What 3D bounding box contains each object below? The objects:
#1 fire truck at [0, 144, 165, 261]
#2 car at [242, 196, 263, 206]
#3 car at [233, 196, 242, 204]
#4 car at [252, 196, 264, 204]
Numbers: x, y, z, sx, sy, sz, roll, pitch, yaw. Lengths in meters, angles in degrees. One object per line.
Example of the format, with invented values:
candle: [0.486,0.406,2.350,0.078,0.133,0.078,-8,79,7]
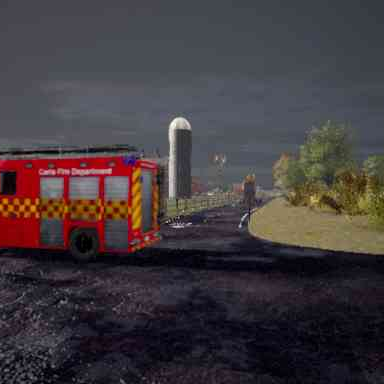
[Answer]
fire truck: [-5.487,0.340,12.636,8.468,3.827,2.891,0,1,14]
car: [10.256,1.483,55.899,2.128,1.511,4.902,0,0,15]
car: [8.721,1.479,60.655,2.128,1.511,4.902,0,0,15]
car: [13.040,1.568,65.944,1.994,1.385,4.181,0,0,15]
